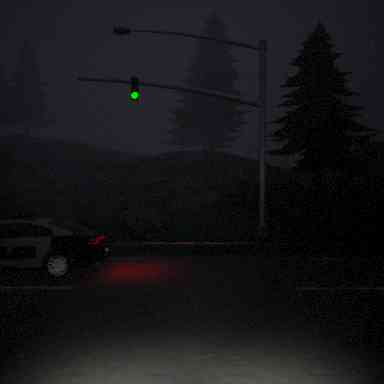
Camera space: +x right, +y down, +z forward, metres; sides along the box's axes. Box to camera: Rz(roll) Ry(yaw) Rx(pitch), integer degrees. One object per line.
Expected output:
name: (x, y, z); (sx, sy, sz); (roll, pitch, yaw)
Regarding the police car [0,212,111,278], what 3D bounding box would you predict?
police car: (-5.020, 1.432, 9.564); (5.238, 1.638, 1.930); (0, 0, 1)
